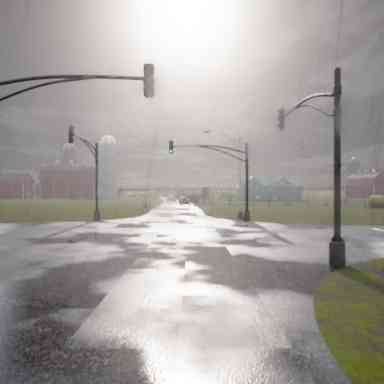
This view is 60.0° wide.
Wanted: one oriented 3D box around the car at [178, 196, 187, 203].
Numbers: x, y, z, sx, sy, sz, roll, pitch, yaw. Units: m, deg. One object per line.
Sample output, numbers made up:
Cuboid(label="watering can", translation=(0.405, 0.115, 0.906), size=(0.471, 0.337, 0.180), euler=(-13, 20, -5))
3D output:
Cuboid(label="car", translation=(-2.274, 1.767, 79.714), size=(1.837, 1.490, 4.892), euler=(0, 0, -4))

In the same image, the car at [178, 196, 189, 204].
Cuboid(label="car", translation=(-1.671, 1.889, 69.728), size=(1.895, 1.301, 4.718), euler=(0, 0, -3))

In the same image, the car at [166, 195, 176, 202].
Cuboid(label="car", translation=(-4.655, 1.463, 73.732), size=(1.812, 1.442, 4.674), euler=(0, 0, -3))
